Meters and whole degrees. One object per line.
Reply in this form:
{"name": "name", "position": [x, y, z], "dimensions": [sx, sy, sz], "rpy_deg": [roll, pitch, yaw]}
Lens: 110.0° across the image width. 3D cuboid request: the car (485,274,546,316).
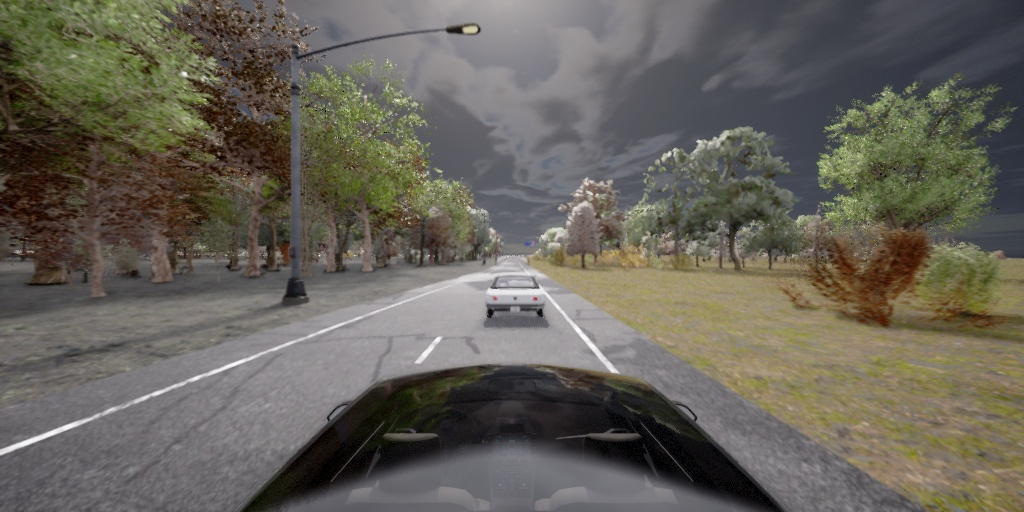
{"name": "car", "position": [0.103, 1.314, 13.071], "dimensions": [1.895, 1.301, 4.718], "rpy_deg": [0, 0, 0]}
